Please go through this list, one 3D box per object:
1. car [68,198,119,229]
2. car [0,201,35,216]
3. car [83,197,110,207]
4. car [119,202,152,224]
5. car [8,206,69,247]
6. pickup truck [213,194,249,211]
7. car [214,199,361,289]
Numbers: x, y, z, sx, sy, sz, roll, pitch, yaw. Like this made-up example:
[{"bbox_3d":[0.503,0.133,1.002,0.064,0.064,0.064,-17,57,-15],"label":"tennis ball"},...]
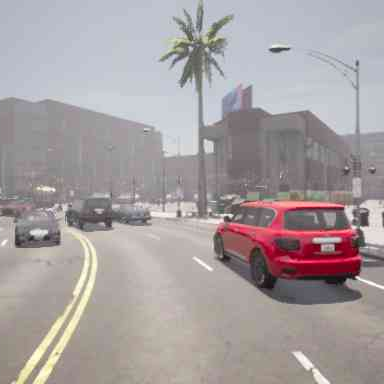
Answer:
[{"bbox_3d":[-7.279,1.414,23.397,2.150,2.045,5.566,0,-1,-32],"label":"car"},{"bbox_3d":[-18.090,1.669,34.651,4.553,1.767,2.097,-1,0,38],"label":"car"},{"bbox_3d":[-17.473,1.746,60.878,4.553,1.767,2.185,-1,0,33],"label":"car"},{"bbox_3d":[-5.162,1.752,26.678,2.033,1.411,5.357,0,-1,-36],"label":"car"},{"bbox_3d":[-7.440,1.635,16.138,2.128,1.511,4.902,0,-1,-25],"label":"car"},{"bbox_3d":[5.419,1.375,45.412,2.390,2.098,6.274,-1,0,33],"label":"pickup truck"},{"bbox_3d":[2.297,1.277,9.583,2.150,2.045,5.566,0,0,-12],"label":"car"}]
